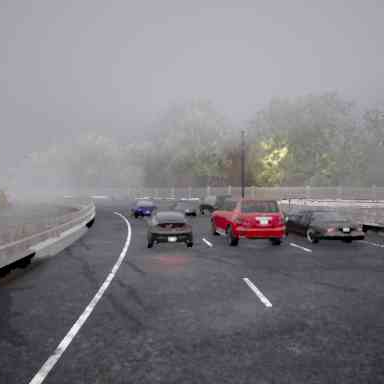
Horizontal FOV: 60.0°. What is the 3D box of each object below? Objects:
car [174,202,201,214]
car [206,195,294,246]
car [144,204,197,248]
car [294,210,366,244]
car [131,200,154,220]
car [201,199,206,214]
[{"bbox_3d":[-0.974,1.571,30.724,1.994,1.385,4.181,0,0,-16],"label":"car"},{"bbox_3d":[2.372,1.256,15.377,2.150,2.045,5.566,0,0,-8],"label":"car"},{"bbox_3d":[-1.088,1.514,14.848,1.837,1.490,4.892,0,0,-8],"label":"car"},{"bbox_3d":[5.840,1.561,15.846,2.033,1.411,5.357,0,0,-8],"label":"car"},{"bbox_3d":[-4.332,1.483,29.736,1.882,1.535,5.008,0,0,-16],"label":"car"},{"bbox_3d":[2.375,1.256,31.740,2.150,2.045,5.566,0,0,-16],"label":"car"}]
